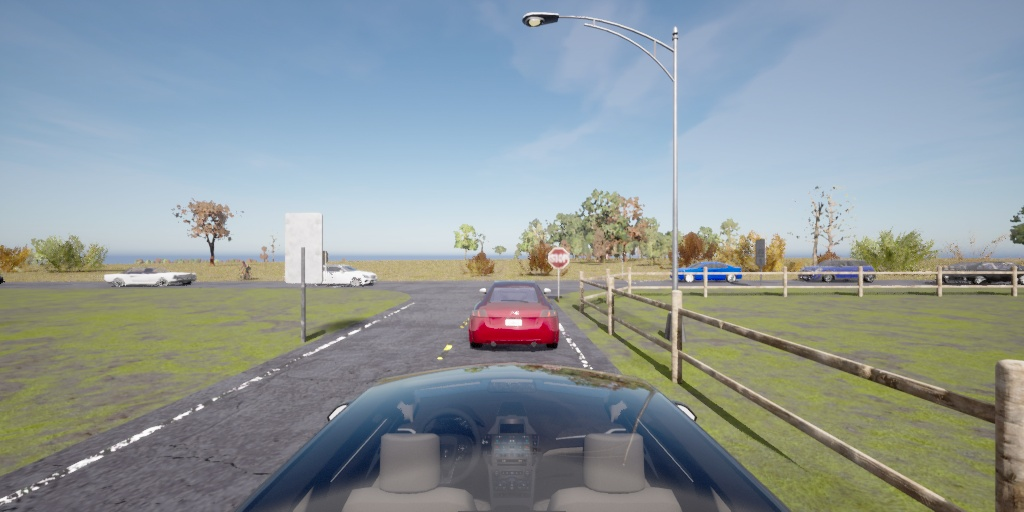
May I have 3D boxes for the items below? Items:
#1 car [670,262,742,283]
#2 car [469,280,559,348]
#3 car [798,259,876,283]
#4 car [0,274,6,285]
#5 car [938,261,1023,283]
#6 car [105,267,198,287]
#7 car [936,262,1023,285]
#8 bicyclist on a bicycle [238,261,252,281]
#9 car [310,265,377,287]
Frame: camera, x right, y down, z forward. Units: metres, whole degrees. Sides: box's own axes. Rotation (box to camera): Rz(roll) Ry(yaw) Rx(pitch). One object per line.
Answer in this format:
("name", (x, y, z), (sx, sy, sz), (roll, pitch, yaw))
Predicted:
("car", (14.565, 1.186, 27.056), (5.008, 1.535, 1.882), (0, 0, 0))
("car", (0.077, 1.314, 9.258), (1.994, 1.385, 4.181), (0, 0, 1))
("car", (24.317, 1.040, 26.991), (4.553, 1.767, 2.097), (0, 0, 0))
("car", (-37.628, 1.417, 24.447), (4.181, 1.385, 1.994), (0, 0, 1))
("car", (35.693, 1.165, 26.914), (4.902, 1.511, 2.128), (0, 0, 1))
("car", (-24.361, 1.414, 24.346), (4.718, 1.301, 1.895), (0, 0, 0))
("car", (31.615, 1.171, 24.003), (4.902, 1.511, 2.128), (0, 0, 0))
("bicyclist on a bicycle", (-22.561, 1.260, 30.307), (0.582, 1.620, 1.656), (0, 0, 0))
("car", (-11.468, 1.303, 24.033), (4.674, 1.442, 1.812), (0, 0, 4))
